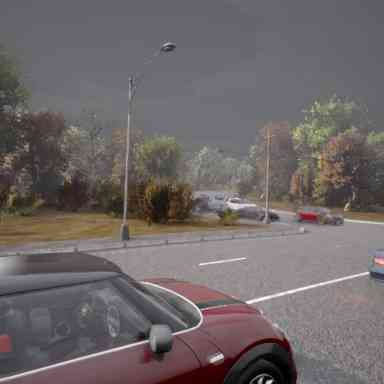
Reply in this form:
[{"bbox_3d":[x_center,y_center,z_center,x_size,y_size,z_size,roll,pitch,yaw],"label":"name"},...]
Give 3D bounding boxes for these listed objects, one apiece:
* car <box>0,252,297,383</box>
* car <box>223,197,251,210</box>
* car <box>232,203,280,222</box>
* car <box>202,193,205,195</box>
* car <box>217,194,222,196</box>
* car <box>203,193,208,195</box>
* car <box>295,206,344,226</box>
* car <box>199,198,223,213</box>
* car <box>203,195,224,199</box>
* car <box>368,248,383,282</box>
[{"bbox_3d":[-1.145,1.354,2.929,4.553,1.767,2.097,0,0,-36],"label":"car"},{"bbox_3d":[6.475,1.896,43.183,2.150,2.045,5.566,3,0,-19],"label":"car"},{"bbox_3d":[6.562,2.150,33.464,2.033,1.411,5.357,3,-1,-23],"label":"car"},{"bbox_3d":[1.116,1.574,63.706,1.895,1.301,4.718,2,2,-10],"label":"car"},{"bbox_3d":[6.469,1.178,79.493,1.994,1.385,4.181,2,2,-1],"label":"car"},{"bbox_3d":[3.014,1.056,78.414,2.128,1.511,4.902,2,2,-1],"label":"car"},{"bbox_3d":[11.745,2.105,30.889,2.097,1.767,4.553,3,-1,-25],"label":"car"},{"bbox_3d":[2.458,1.991,44.094,1.837,1.490,4.892,3,0,-18],"label":"car"},{"bbox_3d":[3.350,1.878,53.366,1.882,1.535,5.008,2,1,-14],"label":"car"},{"bbox_3d":[6.612,1.665,8.480,5.357,1.411,2.033,2,-1,-36],"label":"car"}]
